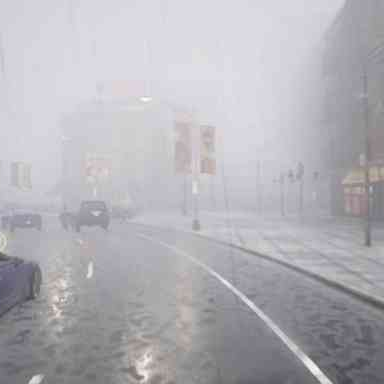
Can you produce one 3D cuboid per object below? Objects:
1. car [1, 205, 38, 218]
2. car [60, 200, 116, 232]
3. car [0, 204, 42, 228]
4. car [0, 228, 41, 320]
[{"bbox_3d":[-20.508,2.261,39.545,4.718,1.301,1.895,-1,-1,34],"label":"car"},{"bbox_3d":[-7.607,1.584,23.396,2.150,2.045,5.566,0,-1,-34],"label":"car"},{"bbox_3d":[-12.133,1.875,23.555,1.882,1.535,5.008,1,-1,-38],"label":"car"},{"bbox_3d":[-4.083,1.631,5.640,1.812,1.442,4.674,0,-1,-9],"label":"car"}]
